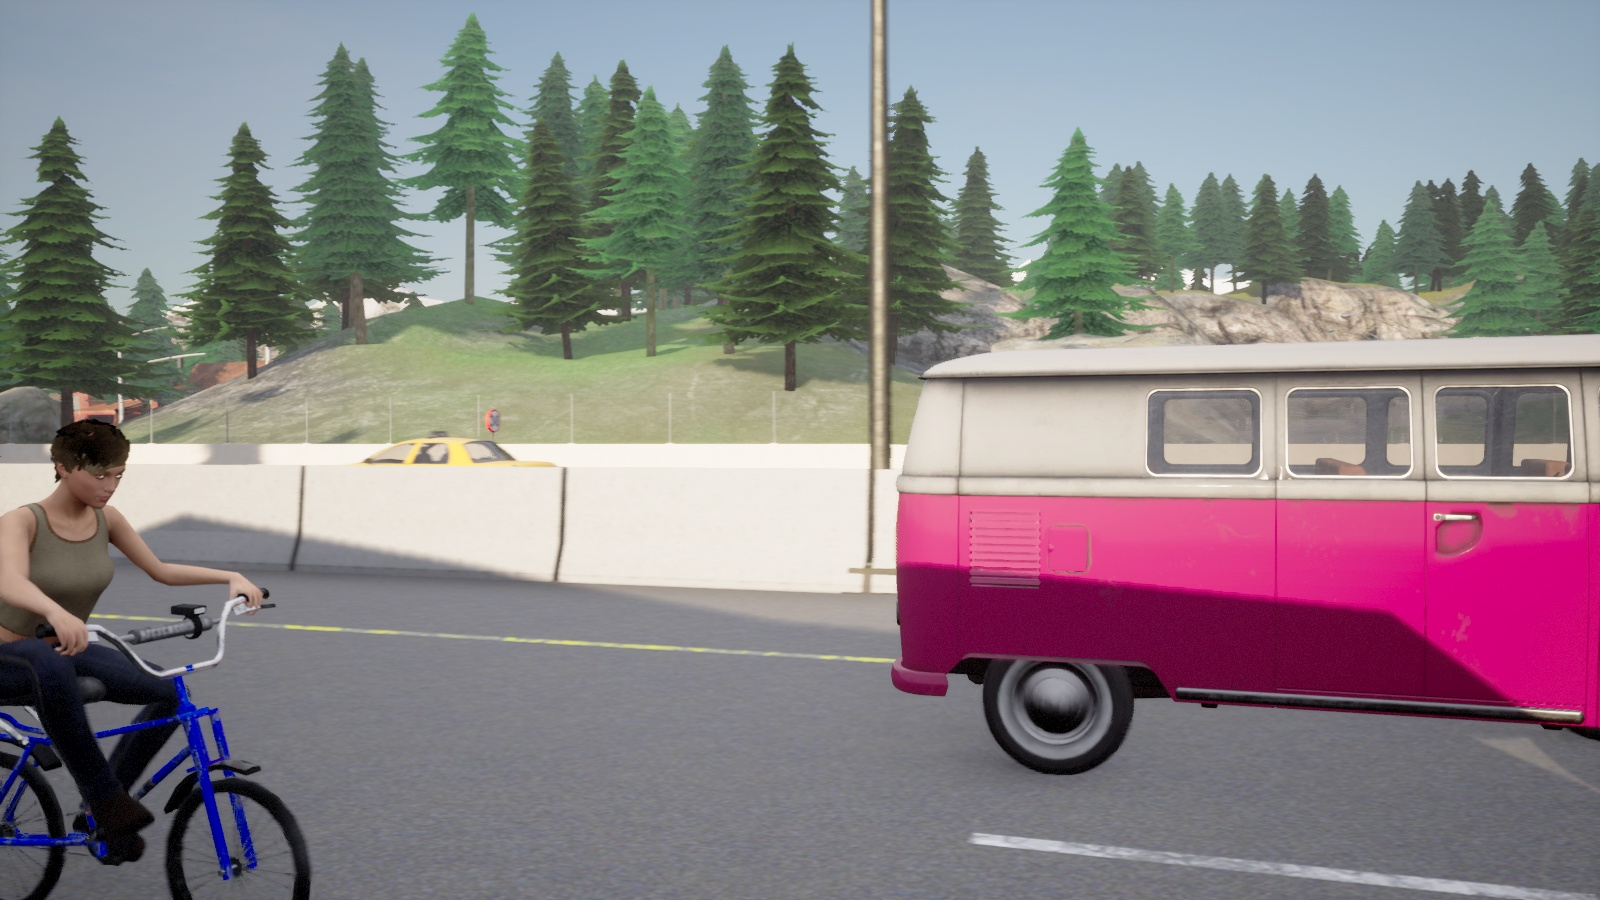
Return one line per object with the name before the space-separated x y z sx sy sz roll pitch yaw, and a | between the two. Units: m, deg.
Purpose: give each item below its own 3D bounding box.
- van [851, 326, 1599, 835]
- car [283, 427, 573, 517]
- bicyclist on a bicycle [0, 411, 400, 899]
van | 2.628 0.493 5.998 4.442 1.987 1.775 1 1 19
car | -7.138 0.354 24.056 5.366 1.575 1.801 1 1 22
bicyclist on a bicycle | -2.156 0.692 3.922 1.509 1.612 0.866 1 1 19
